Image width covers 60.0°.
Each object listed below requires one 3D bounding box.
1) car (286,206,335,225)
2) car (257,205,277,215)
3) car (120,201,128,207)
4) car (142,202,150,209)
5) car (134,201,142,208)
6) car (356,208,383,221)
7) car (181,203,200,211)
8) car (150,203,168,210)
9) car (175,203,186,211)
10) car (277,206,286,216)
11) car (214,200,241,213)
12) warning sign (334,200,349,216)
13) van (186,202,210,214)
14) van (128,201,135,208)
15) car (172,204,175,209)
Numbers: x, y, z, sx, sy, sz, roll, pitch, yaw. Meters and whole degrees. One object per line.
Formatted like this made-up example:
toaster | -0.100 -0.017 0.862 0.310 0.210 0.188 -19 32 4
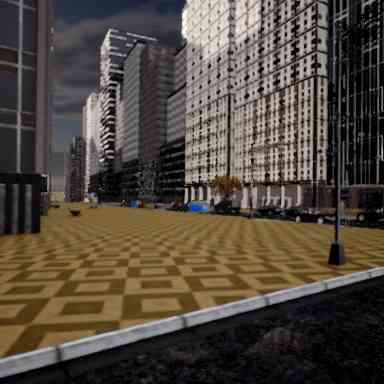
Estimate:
car | 10.780 2.083 29.072 2.008 1.369 4.403 0 -1 -25
car | 11.120 2.556 47.905 1.947 1.339 4.313 0 -1 -25
car | -18.145 3.449 90.047 1.887 1.381 4.507 0 -1 -25
car | -8.432 2.956 69.570 1.752 1.417 4.829 0 -1 -25
car | -10.914 3.095 74.804 1.887 1.381 4.507 0 -1 -25
car | 18.351 2.210 32.661 2.008 1.369 4.403 0 -1 -25
car | -0.358 2.902 65.852 1.812 1.442 4.674 1 -2 -25
car | -6.093 2.869 64.641 2.008 1.369 4.403 0 -1 -25
car | -0.519 2.756 59.172 2.033 1.411 5.357 1 -2 -25
car | 13.530 2.445 42.824 1.947 1.339 4.313 0 -1 -25
car | 5.617 2.319 53.286 2.150 2.045 5.566 1 -1 -25
warning sign | 17.753 1.937 39.546 1.300 1.860 1.060 2 -1 -25
van | 1.136 2.317 49.402 1.690 1.788 3.998 0 -1 -25
van | -13.326 3.009 79.888 1.690 1.788 3.998 0 -1 -25
car | -3.343 3.259 78.393 1.802 1.307 4.206 0 -1 -25
